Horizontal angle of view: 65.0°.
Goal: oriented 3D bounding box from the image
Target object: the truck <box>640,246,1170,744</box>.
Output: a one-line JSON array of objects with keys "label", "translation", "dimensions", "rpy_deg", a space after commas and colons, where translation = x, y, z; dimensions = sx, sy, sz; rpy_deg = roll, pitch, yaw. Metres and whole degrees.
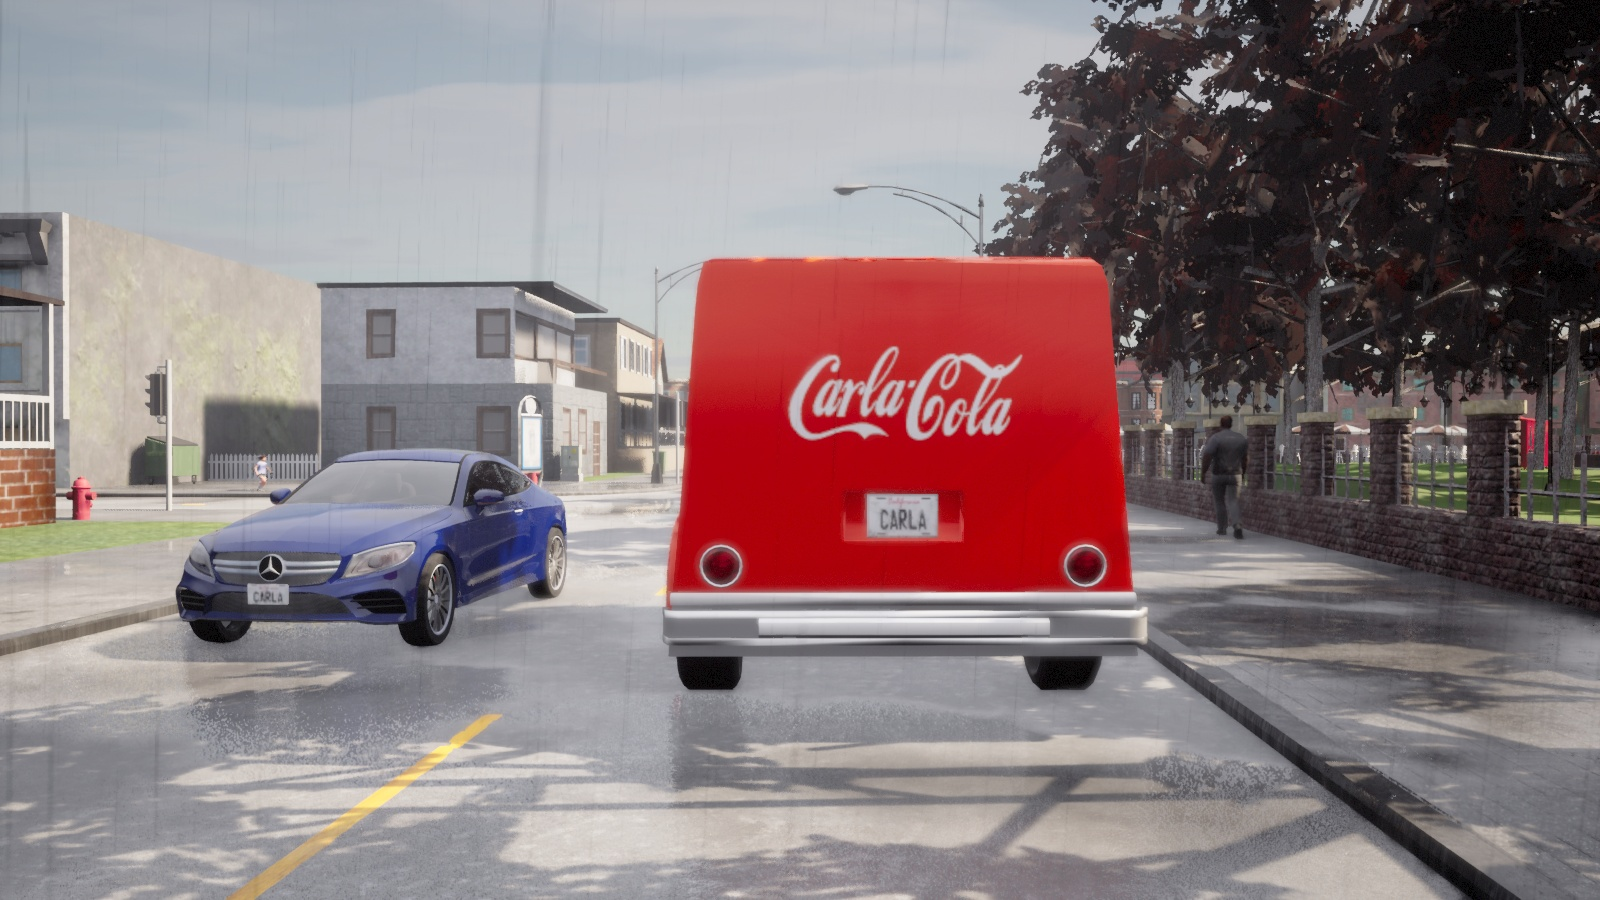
[{"label": "truck", "translation": [0.519, 0.210, 8.828], "dimensions": [2.627, 2.467, 5.204], "rpy_deg": [0, 0, 0]}]

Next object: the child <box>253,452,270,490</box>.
[{"label": "child", "translation": [-15.690, 0.617, 36.584], "dimensions": [0.394, 1.110, 0.255], "rpy_deg": [0, 0, 20]}]

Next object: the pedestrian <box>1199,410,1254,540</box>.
[{"label": "pedestrian", "translation": [6.273, 0.357, 18.490], "dimensions": [0.563, 1.883, 0.849], "rpy_deg": [0, 0, 3]}]

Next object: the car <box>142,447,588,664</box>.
[{"label": "car", "translation": [-3.370, 0.708, 10.874], "dimensions": [1.812, 1.442, 4.674], "rpy_deg": [0, 0, 6]}]
